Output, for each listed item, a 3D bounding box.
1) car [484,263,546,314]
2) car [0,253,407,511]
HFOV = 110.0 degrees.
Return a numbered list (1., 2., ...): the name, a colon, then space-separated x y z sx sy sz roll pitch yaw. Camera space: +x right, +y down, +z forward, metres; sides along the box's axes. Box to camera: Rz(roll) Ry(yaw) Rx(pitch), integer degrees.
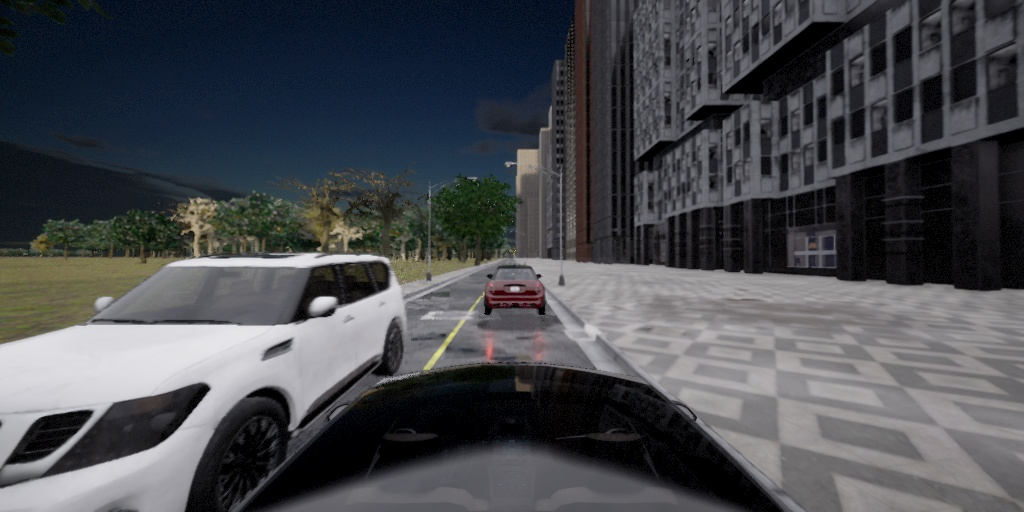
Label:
1. car: 0.095 1.101 13.848 2.097 1.767 4.553 0 0 0
2. car: -3.002 0.970 4.438 2.150 2.045 5.566 0 0 0
